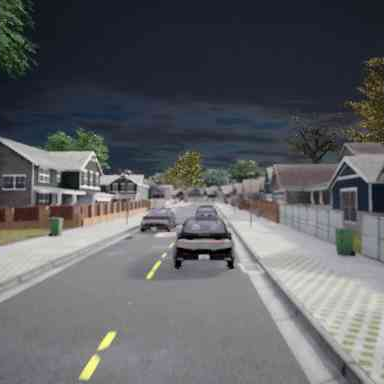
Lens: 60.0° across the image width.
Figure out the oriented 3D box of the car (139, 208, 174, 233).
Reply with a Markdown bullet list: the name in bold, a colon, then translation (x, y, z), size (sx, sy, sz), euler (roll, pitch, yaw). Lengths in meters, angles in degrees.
- **car**: translation (-2.054, 1.771, 21.710), size (2.033, 1.411, 5.357), euler (0, -1, 3)

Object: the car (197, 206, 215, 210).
- **car**: translation (1.159, 1.832, 27.034), size (2.033, 1.411, 5.357), euler (0, -1, 3)

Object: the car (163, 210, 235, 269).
- **car**: translation (0.437, 1.608, 11.646), size (2.128, 1.511, 4.902), euler (0, 0, 2)
